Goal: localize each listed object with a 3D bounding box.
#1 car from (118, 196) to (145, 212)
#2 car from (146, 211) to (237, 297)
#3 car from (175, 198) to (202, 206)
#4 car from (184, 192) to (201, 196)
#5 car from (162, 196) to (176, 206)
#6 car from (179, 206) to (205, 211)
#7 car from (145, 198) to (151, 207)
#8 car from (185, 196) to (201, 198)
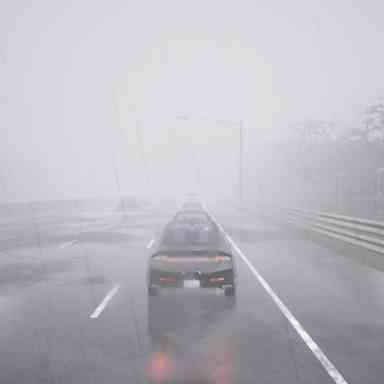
[{"bbox_3d":[-6.909,1.226,37.463,2.097,1.767,4.553,0,1,0],"label":"car"},{"bbox_3d":[-0.004,1.462,8.518,2.128,1.511,4.902,0,0,0],"label":"car"},{"bbox_3d":[-0.006,1.460,25.646,2.033,1.411,5.357,0,0,0],"label":"car"},{"bbox_3d":[0.086,1.041,48.216,2.150,2.045,5.566,0,0,1],"label":"car"},{"bbox_3d":[-3.405,1.362,49.167,2.033,1.411,5.357,0,0,0],"label":"car"},{"bbox_3d":[-0.005,1.547,15.889,1.895,1.301,4.718,0,0,0],"label":"car"},{"bbox_3d":[-6.911,1.425,47.279,1.895,1.301,4.718,0,0,0],"label":"car"},{"bbox_3d":[0.091,1.436,36.705,1.994,1.385,4.181,0,0,0],"label":"car"}]
